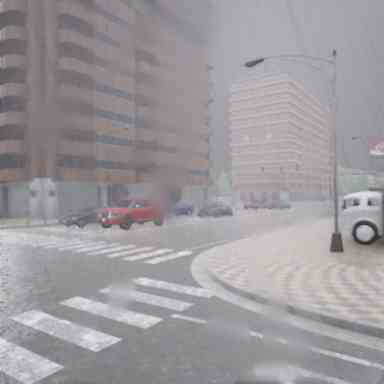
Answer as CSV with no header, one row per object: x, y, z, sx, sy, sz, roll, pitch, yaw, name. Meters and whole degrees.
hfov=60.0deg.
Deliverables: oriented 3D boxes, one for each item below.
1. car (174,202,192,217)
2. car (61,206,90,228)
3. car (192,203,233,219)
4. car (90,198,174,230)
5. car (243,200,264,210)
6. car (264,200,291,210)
-1.794,1.743,32.683,1.882,1.535,5.008,-1,0,36,car
-7.425,1.791,24.808,1.812,1.442,4.674,-1,0,36,car
2.273,1.793,32.348,1.994,1.385,4.181,-1,0,36,car
-4.051,1.451,23.490,2.150,2.045,5.566,-1,0,35,car
9.148,1.864,47.823,1.895,1.301,4.718,-1,0,36,car
12.081,1.835,45.907,1.994,1.385,4.181,-1,0,36,car
